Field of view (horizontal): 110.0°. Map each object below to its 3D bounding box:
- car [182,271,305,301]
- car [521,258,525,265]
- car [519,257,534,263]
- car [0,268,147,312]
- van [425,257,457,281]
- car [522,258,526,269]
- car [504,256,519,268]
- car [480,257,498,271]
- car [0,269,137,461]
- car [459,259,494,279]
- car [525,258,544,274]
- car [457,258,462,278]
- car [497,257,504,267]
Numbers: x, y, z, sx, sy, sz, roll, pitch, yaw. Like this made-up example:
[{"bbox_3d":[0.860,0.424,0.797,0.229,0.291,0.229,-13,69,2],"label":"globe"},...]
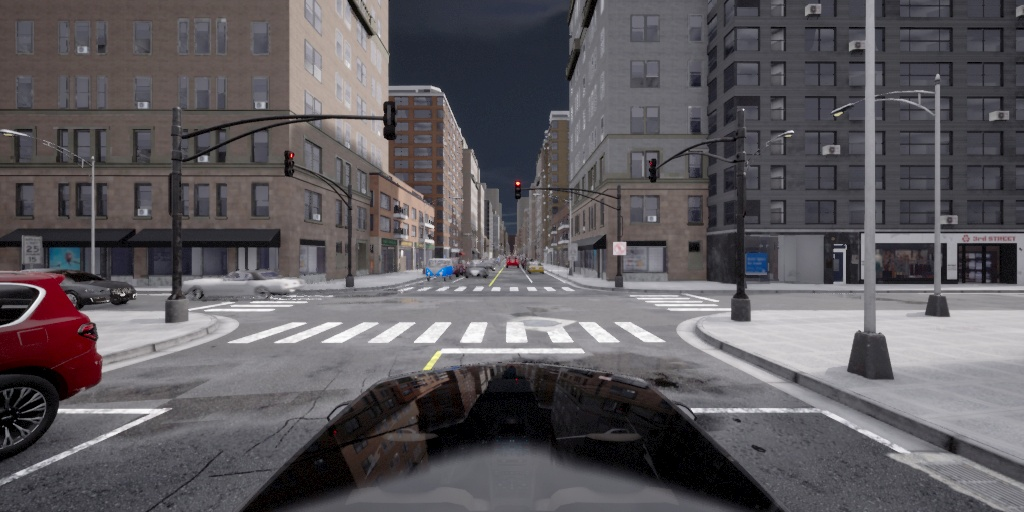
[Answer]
[{"bbox_3d":[-12.599,1.354,16.881,4.718,1.301,1.895,0,0,-3],"label":"car"},{"bbox_3d":[2.687,1.310,51.502,1.948,1.339,4.313,0,0,0],"label":"car"},{"bbox_3d":[2.689,1.058,57.096,2.192,1.841,5.009,0,0,0],"label":"car"},{"bbox_3d":[-17.571,1.265,13.872,4.892,1.490,1.837,0,0,-2],"label":"car"},{"bbox_3d":[-5.848,1.088,29.101,1.690,1.789,3.998,0,0,0],"label":"van"},{"bbox_3d":[2.685,1.296,45.908,2.007,1.370,4.403,0,0,0],"label":"car"},{"bbox_3d":[0.121,0.964,60.989,2.150,2.045,5.566,0,0,0],"label":"car"},{"bbox_3d":[-3.079,1.250,45.763,1.837,1.490,4.892,0,0,0],"label":"car"},{"bbox_3d":[-5.858,1.065,2.153,2.192,1.841,5.009,0,0,0],"label":"car"},{"bbox_3d":[-3.088,1.240,32.218,2.128,1.511,4.902,0,0,0],"label":"car"},{"bbox_3d":[2.682,1.272,40.483,1.751,1.417,4.829,0,0,0],"label":"car"},{"bbox_3d":[-5.846,1.062,34.697,2.192,1.841,5.009,0,0,0],"label":"car"},{"bbox_3d":[-2.978,1.357,63.849,2.033,1.411,5.357,0,0,0],"label":"car"}]
